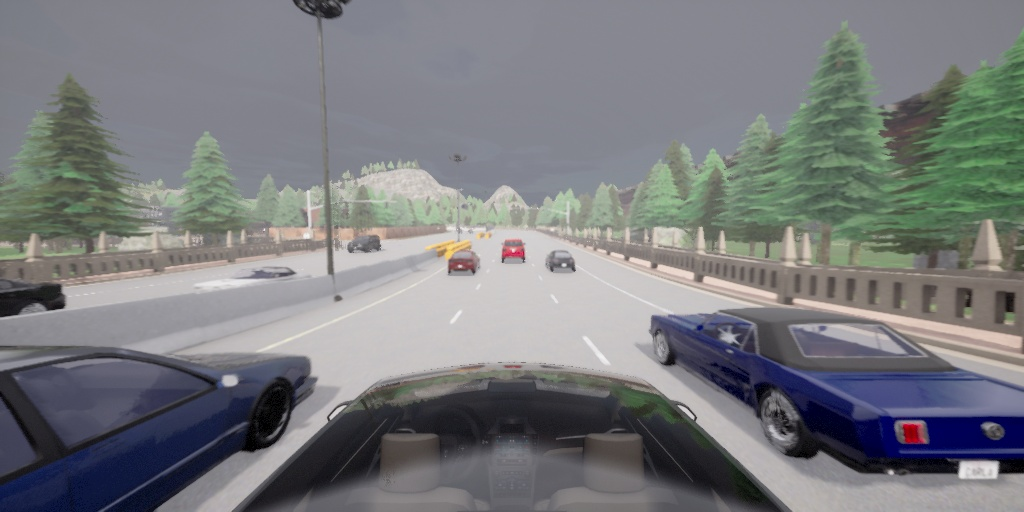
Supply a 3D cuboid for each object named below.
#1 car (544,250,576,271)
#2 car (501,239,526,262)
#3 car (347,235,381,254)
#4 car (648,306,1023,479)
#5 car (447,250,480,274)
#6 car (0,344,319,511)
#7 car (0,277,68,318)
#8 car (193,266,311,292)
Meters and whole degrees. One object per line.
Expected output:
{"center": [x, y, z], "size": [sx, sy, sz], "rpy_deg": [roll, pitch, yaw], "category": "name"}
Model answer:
{"center": [3.616, 0.261, 27.072], "size": [1.812, 1.442, 4.674], "rpy_deg": [0, 5, 0], "category": "car"}
{"center": [0.136, -0.619, 33.463], "size": [2.150, 2.045, 5.566], "rpy_deg": [0, 5, 0], "category": "car"}
{"center": [-17.456, -1.450, 42.680], "size": [2.150, 2.045, 5.566], "rpy_deg": [0, 5, 1], "category": "car"}
{"center": [3.603, 1.355, 4.985], "size": [1.895, 1.301, 4.718], "rpy_deg": [0, 0, 0], "category": "car"}
{"center": [-3.385, 0.317, 25.847], "size": [1.882, 1.535, 5.008], "rpy_deg": [0, 5, 0], "category": "car"}
{"center": [-3.399, 1.295, 2.127], "size": [2.033, 1.411, 5.357], "rpy_deg": [0, 0, 0], "category": "car"}
{"center": [-14.095, 1.200, 8.418], "size": [1.882, 1.535, 5.008], "rpy_deg": [0, 1, 0], "category": "car"}
{"center": [-10.591, 1.126, 15.036], "size": [1.895, 1.301, 4.718], "rpy_deg": [0, 2, 0], "category": "car"}
